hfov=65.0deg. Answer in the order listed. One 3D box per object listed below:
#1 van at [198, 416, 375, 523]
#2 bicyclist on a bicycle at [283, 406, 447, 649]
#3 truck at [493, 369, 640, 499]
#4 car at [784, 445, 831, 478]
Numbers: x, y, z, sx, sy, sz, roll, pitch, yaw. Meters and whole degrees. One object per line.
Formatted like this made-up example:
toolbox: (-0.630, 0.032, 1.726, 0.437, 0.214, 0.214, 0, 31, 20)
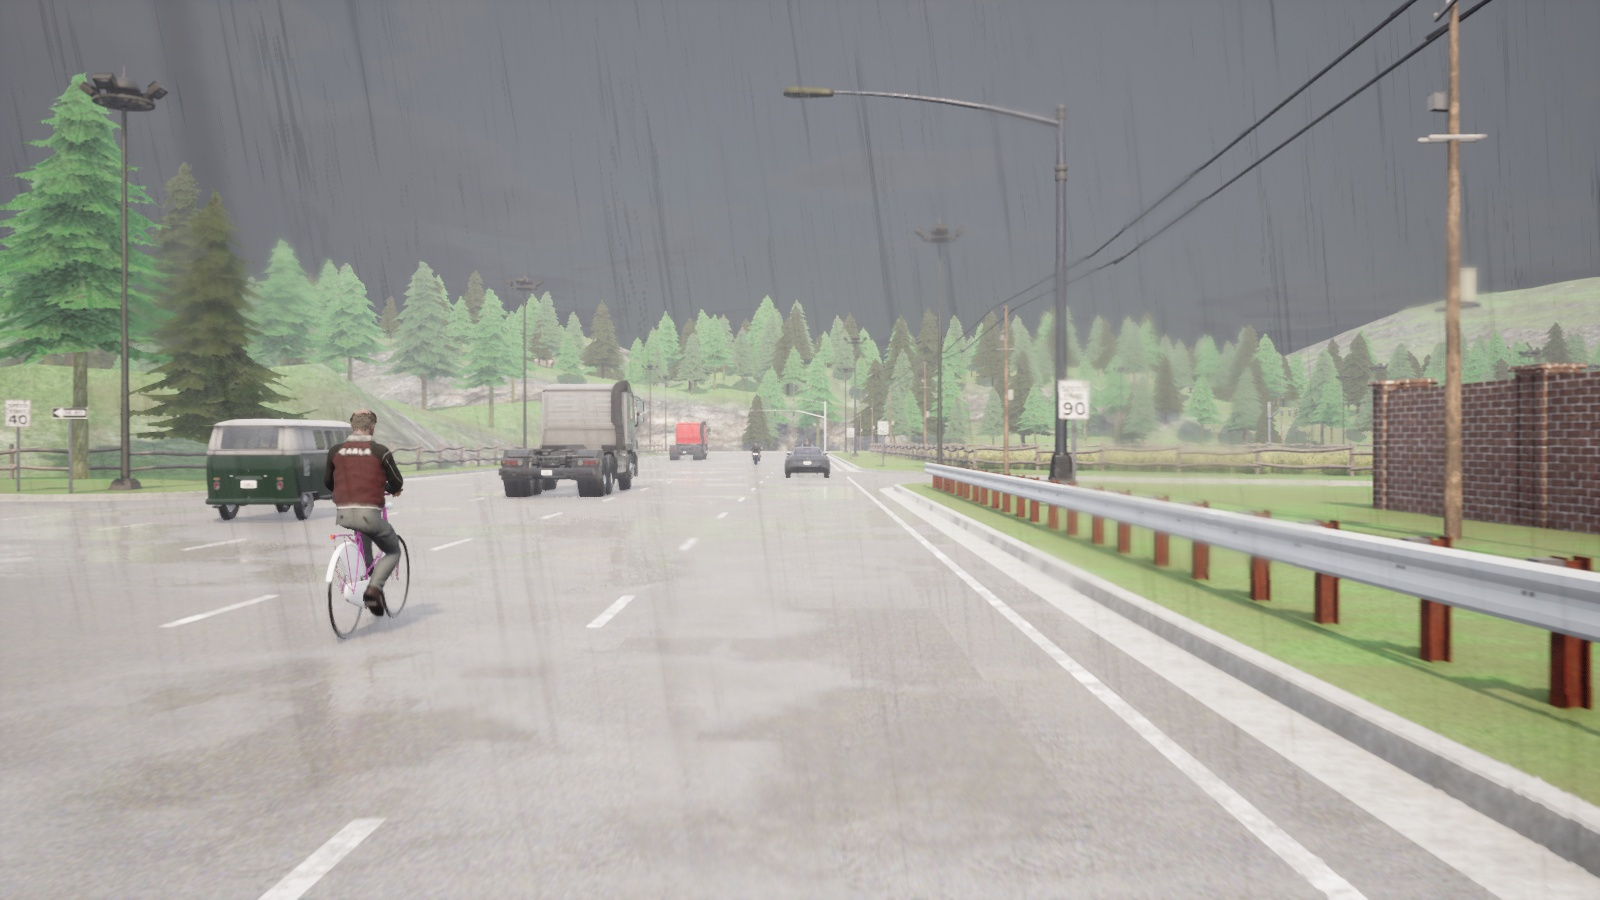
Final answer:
van: (-10.340, 0.347, 25.661, 1.775, 1.987, 4.442, 0, 0, 0)
bicyclist on a bicycle: (-3.428, 0.557, 10.072, 0.659, 1.776, 1.843, 0, 1, 0)
truck: (-6.772, -0.453, 37.634, 2.891, 3.462, 7.936, 0, 0, 0)
car: (0.329, 0.497, 55.674, 1.994, 1.385, 4.181, 0, 0, 0)
